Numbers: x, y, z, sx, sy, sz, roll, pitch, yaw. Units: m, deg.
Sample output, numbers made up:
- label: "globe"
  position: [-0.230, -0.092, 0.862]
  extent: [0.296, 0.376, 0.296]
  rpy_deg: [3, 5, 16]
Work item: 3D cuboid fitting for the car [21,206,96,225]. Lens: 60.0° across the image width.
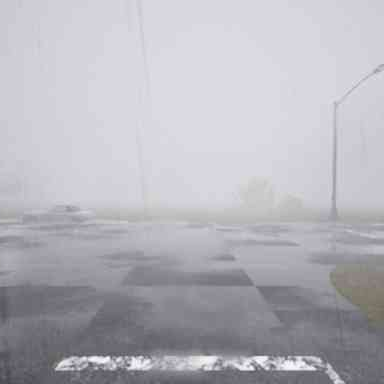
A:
- label: "car"
  position: [-9.387, 1.606, 23.463]
  extent: [4.718, 1.301, 1.895]
  rpy_deg: [1, 0, 0]
